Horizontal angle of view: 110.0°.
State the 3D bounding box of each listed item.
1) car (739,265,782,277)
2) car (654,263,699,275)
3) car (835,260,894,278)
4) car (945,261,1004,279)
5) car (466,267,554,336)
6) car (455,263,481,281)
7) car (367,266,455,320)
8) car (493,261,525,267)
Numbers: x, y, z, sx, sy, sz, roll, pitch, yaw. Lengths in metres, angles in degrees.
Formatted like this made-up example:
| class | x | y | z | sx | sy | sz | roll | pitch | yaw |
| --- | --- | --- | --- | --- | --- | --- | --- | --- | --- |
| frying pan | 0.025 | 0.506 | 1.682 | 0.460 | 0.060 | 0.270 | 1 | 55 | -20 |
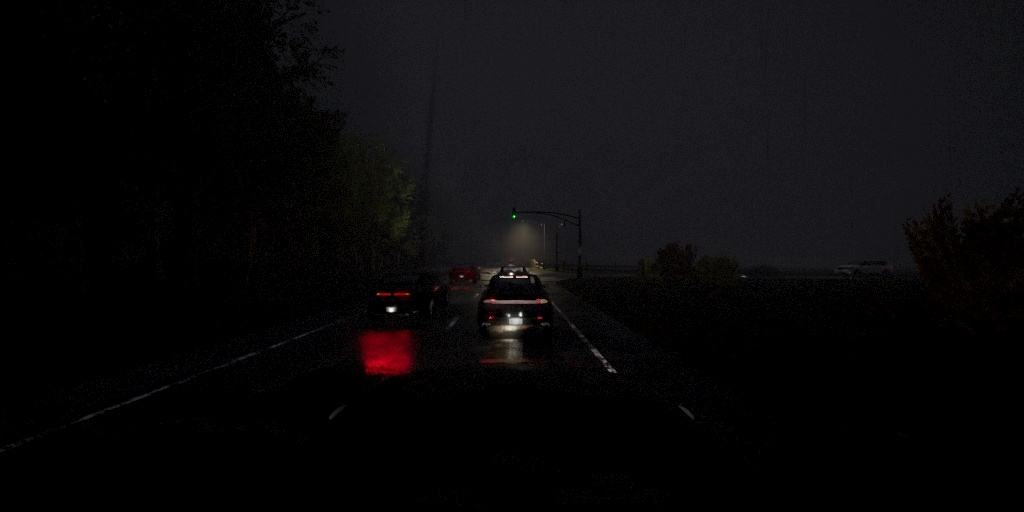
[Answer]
| class | x | y | z | sx | sy | sz | roll | pitch | yaw |
| --- | --- | --- | --- | --- | --- | --- | --- | --- | --- |
| car | 29.266 | 1.691 | 42.319 | 4.181 | 1.385 | 1.994 | 1 | -1 | 0 |
| car | 19.319 | 1.566 | 42.346 | 5.357 | 1.411 | 2.033 | 1 | -1 | 0 |
| car | 41.483 | 1.485 | 42.293 | 5.566 | 2.045 | 2.150 | 1 | -1 | 0 |
| car | 50.192 | 1.517 | 38.672 | 5.566 | 2.045 | 2.150 | 1 | -1 | 1 |
| car | 0.083 | 1.244 | 10.437 | 2.128 | 1.511 | 4.902 | 0 | 0 | 0 |
| car | -3.458 | 1.233 | 27.095 | 1.882 | 1.535 | 5.008 | 0 | 0 | 0 |
| car | -3.423 | 1.258 | 12.593 | 1.837 | 1.490 | 4.892 | 0 | 0 | 0 |
| car | 0.064 | 1.246 | 20.346 | 2.128 | 1.511 | 4.902 | 0 | 0 | 0 |
